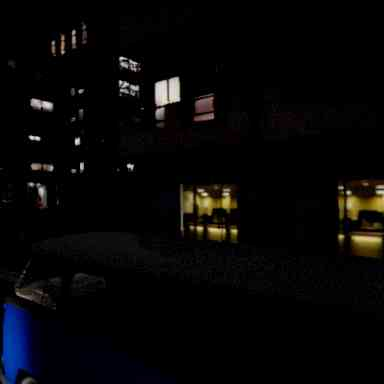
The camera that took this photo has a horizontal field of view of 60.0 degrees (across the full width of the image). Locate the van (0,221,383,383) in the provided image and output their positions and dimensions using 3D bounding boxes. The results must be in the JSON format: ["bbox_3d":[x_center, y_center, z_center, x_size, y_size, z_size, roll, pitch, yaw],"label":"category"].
[{"bbox_3d":[-0.094,1.336,2.928,3.998,1.788,1.690,0,-1,36],"label":"van"}]

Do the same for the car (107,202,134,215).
[{"bbox_3d":[-8.237,1.705,36.158,1.947,1.339,4.313,-1,-1,36],"label":"car"}]

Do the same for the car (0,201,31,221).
[{"bbox_3d":[-14.923,1.516,27.079,1.967,1.590,4.097,-1,-1,36],"label":"car"}]

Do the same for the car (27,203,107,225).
[{"bbox_3d":[-8.176,1.518,22.106,1.947,1.339,4.313,-1,-1,36],"label":"car"}]
